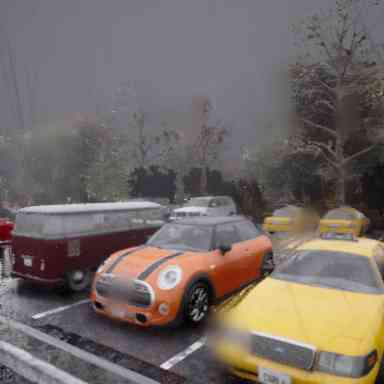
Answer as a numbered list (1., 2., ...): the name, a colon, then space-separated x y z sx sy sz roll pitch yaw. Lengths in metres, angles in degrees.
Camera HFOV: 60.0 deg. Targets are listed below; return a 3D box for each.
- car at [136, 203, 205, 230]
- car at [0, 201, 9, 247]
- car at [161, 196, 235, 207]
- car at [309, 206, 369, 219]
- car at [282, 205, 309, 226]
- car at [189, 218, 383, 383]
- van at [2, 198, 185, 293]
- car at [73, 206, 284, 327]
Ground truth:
1. car: -1.383 1.598 23.255 2.231 1.521 4.892 -1 -1 35
2. car: -7.472 1.324 12.586 2.435 2.045 5.566 -1 0 35
3. car: 0.891 1.304 21.641 2.435 2.045 5.566 -1 -1 35
4. car: 7.865 1.485 16.989 1.946 1.575 5.366 0 0 35
5. car: 5.690 1.500 18.522 1.946 1.575 5.366 -1 0 35
6. car: 2.341 1.477 5.421 1.946 1.575 5.366 0 0 35
7. van: -2.355 1.285 9.097 1.878 1.987 4.442 -1 0 35
8. car: 0.080 1.363 7.278 2.185 1.767 4.553 0 0 35
